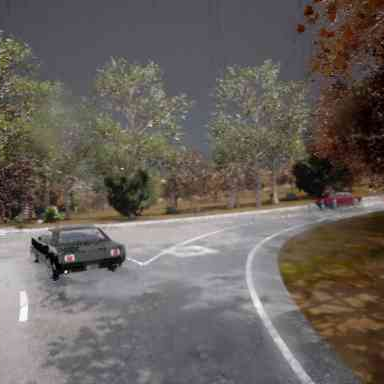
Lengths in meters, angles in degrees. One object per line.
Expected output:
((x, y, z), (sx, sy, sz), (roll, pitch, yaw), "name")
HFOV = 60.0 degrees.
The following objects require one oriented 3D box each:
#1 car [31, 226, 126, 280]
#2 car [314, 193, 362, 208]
((-3.846, 1.735, 10.610), (1.895, 1.301, 4.718), (-1, 0, -34), "car")
((14.276, 0.772, 32.547), (4.718, 1.301, 1.895), (-5, 1, -25), "car")
